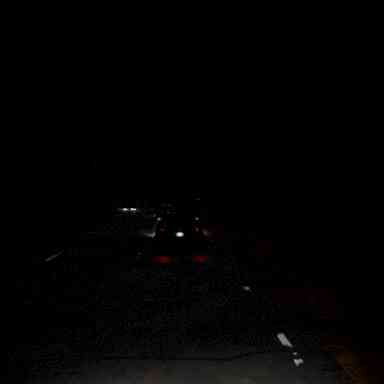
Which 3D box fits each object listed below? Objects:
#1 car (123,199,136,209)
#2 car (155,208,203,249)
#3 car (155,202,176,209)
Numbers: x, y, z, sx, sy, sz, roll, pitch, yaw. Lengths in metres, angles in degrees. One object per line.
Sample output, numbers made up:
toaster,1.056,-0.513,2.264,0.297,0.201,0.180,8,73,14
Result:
car,-9.917,1.827,52.269,2.033,1.411,5.357,0,0,-14
car,-0.620,1.630,14.935,1.994,1.385,4.181,0,0,-4
car,-2.386,1.672,30.668,1.812,1.442,4.674,0,0,-8
